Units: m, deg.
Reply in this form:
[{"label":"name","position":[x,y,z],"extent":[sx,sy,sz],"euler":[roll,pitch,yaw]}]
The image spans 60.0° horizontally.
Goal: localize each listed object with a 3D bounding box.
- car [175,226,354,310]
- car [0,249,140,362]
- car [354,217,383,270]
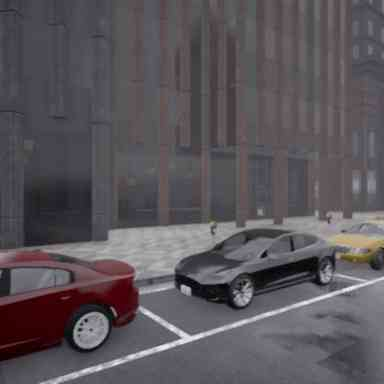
[{"label":"car","position":[1.656,1.564,7.833],"extent":[4.313,1.339,1.947],"euler":[0,0,-36]},{"label":"car","position":[-2.931,1.545,4.559],"extent":[4.507,1.381,1.887],"euler":[0,0,-36]},{"label":"car","position":[6.105,1.522,11.009],"extent":[4.829,1.417,1.752],"euler":[0,0,-36]}]
